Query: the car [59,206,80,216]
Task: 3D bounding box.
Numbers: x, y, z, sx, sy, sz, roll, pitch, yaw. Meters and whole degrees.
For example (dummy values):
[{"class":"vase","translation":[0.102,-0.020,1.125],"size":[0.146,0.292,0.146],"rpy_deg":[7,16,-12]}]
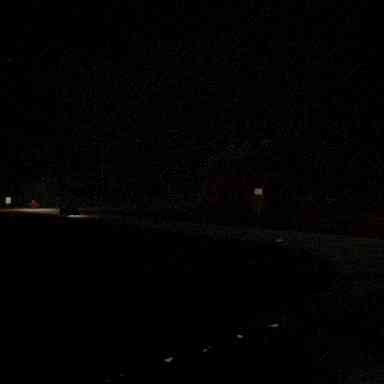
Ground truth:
[{"class":"car","translation":[-18.504,2.773,50.040],"size":[2.033,1.411,5.357],"rpy_deg":[1,-2,-36]}]
